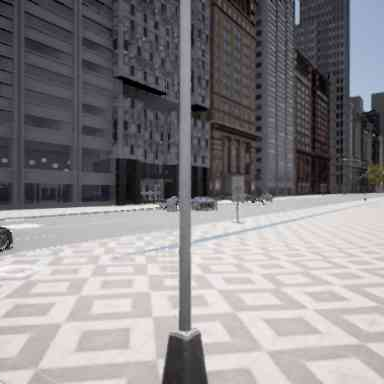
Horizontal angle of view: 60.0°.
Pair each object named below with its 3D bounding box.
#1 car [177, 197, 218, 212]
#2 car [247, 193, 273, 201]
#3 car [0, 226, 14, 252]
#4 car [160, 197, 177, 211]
[{"bbox_3d":[0.985,1.283,36.384,2.128,1.511,4.902,0,1,36],"label":"car"},{"bbox_3d":[10.554,0.900,49.486,1.837,1.490,4.892,0,1,36],"label":"car"},{"bbox_3d":[-8.218,1.537,11.376,1.994,1.385,4.181,-1,0,10],"label":"car"},{"bbox_3d":[-1.637,1.275,38.305,2.128,1.511,4.902,0,1,36],"label":"car"}]
